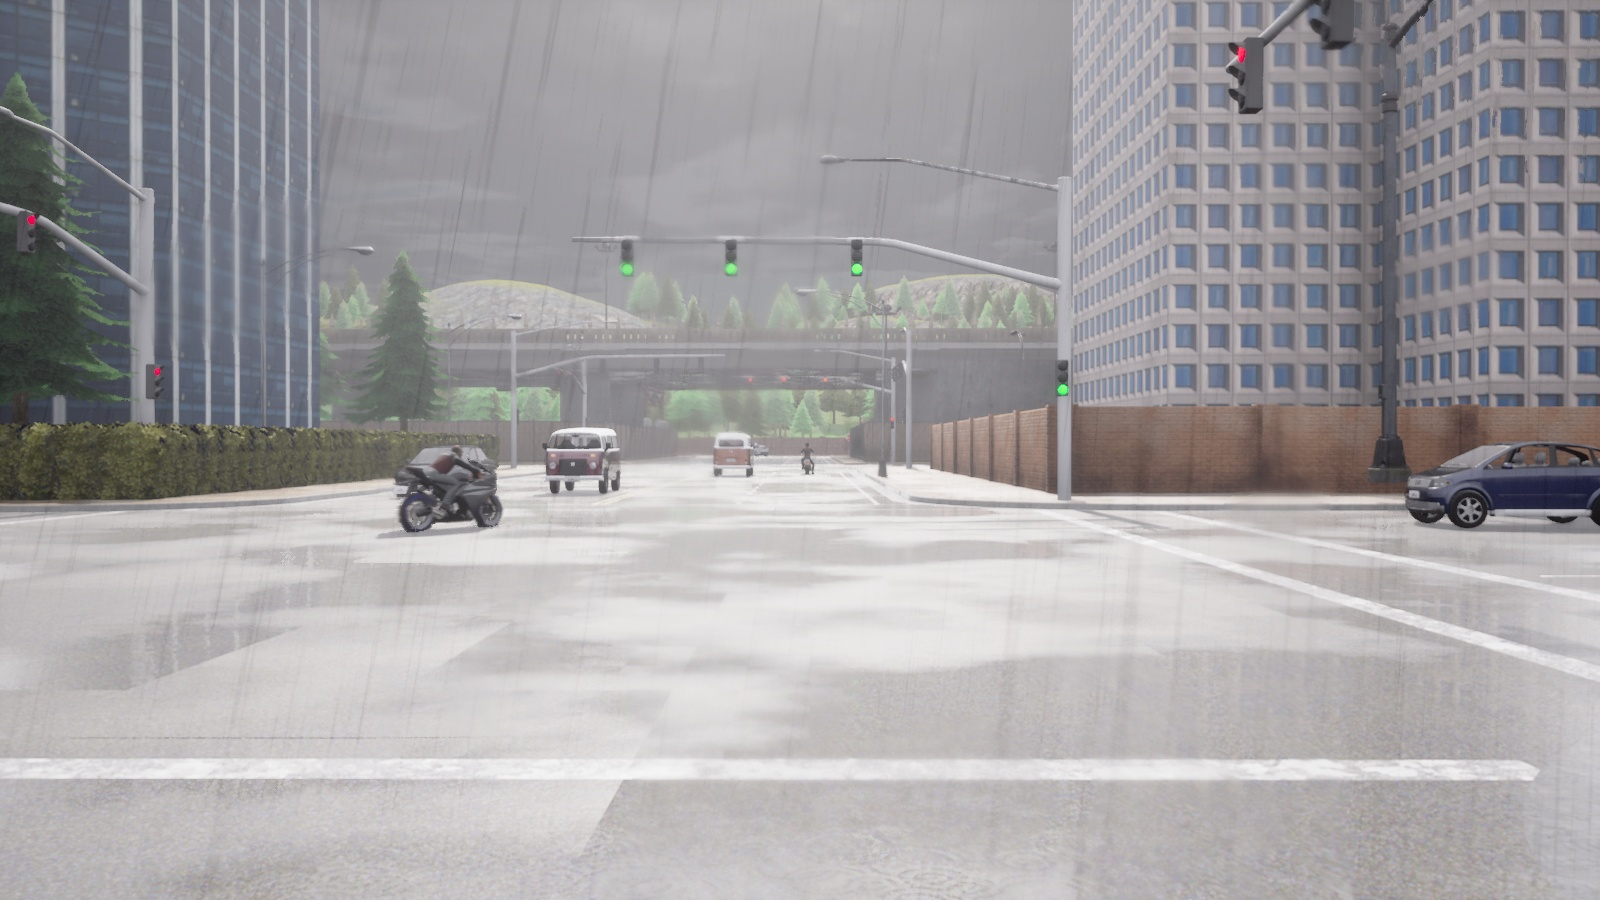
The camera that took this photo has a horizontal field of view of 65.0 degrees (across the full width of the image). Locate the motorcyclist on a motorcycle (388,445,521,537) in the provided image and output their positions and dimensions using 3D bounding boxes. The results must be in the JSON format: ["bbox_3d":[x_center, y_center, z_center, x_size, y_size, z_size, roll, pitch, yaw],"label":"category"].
[{"bbox_3d":[-6.061,0.690,22.161,0.866,1.530,2.191,-1,0,36],"label":"motorcyclist on a motorcycle"}]

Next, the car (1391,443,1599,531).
[{"bbox_3d":[13.060,0.646,22.895,3.705,1.549,1.789,0,0,1],"label":"car"}]

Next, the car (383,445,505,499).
[{"bbox_3d":[-10.282,0.594,36.693,2.163,1.488,4.792,0,0,0],"label":"car"}]

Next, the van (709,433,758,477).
[{"bbox_3d":[-3.152,0.230,60.308,2.069,2.038,4.480,0,0,0],"label":"van"}]

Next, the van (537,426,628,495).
[{"bbox_3d":[-6.766,0.309,39.588,2.069,2.038,4.480,0,0,0],"label":"van"}]
